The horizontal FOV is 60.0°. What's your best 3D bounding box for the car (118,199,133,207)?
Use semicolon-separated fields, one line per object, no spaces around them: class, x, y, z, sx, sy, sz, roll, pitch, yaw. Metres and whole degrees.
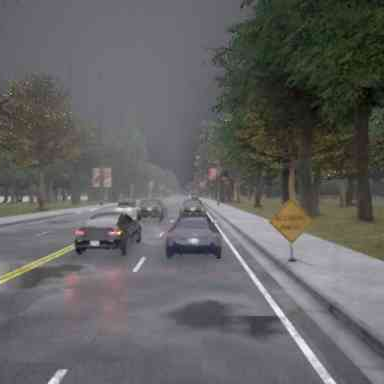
car;-9.831;1.646;50.293;1.895;1.301;4.718;0;0;0

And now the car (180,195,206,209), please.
car;0.064;1.357;27.304;2.097;1.767;4.553;0;0;0

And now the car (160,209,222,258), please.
car;0.069;1.563;12.845;1.994;1.385;4.181;0;0;0

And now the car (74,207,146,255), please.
car;-3.177;1.525;13.222;1.812;1.442;4.674;0;0;0

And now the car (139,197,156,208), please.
car;-6.583;1.549;50.015;1.837;1.490;4.892;0;0;0

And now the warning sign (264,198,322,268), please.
warning sign;2.832;1.114;9.511;1.300;1.860;1.060;-1;-1;0

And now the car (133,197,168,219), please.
car;-3.186;1.357;27.304;2.097;1.767;4.553;0;0;0
